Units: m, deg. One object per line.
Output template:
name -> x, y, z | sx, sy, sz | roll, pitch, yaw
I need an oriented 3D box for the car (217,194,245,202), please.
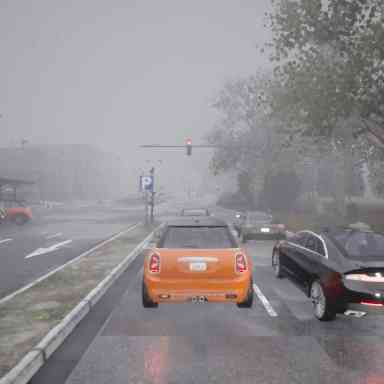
car -> 8.138, 1.262, 69.602 | 5.366, 1.575, 1.946 | 1, 0, -13

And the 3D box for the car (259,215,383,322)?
car -> 3.102, 1.501, 7.245 | 2.128, 1.511, 4.902 | 0, 0, 0

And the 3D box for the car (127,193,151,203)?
car -> -10.769, 1.195, 66.970 | 4.553, 1.767, 2.185 | -1, 0, -14

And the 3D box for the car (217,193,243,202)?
car -> 7.604, 1.140, 66.608 | 4.553, 1.767, 2.185 | 1, 0, -14

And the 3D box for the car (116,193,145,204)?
car -> -11.502, 1.357, 61.026 | 4.792, 1.488, 2.163 | -1, 0, -15

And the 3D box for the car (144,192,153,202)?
car -> -10.860, 1.314, 64.018 | 5.366, 1.575, 1.946 | -1, 0, -15

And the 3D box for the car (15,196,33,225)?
car -> -13.649, 1.402, 23.217 | 4.553, 1.767, 2.185 | -1, 0, -19

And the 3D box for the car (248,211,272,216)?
car -> 3.145, 1.587, 16.157 | 1.994, 1.385, 4.181 | 0, 0, 1

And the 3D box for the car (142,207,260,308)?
car -> 0.104, 1.363, 8.121 | 2.097, 1.767, 4.553 | 0, 0, 0

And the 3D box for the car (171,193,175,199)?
car -> -8.085, 1.064, 87.969 | 5.566, 2.045, 2.435 | -1, 0, -12

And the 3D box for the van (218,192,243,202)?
van -> 7.224, 1.041, 63.638 | 4.442, 1.987, 1.878 | 1, 0, -14

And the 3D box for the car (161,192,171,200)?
car -> -8.532, 1.356, 84.963 | 4.674, 1.452, 2.002 | -1, 0, -12

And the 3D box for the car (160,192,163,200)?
car -> -9.711, 1.358, 75.978 | 4.674, 1.452, 2.002 | -1, 0, -13

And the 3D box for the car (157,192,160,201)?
car -> -10.081, 1.320, 72.982 | 4.892, 1.521, 2.231 | -1, 0, -14

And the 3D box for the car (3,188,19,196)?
car -> -28.214, 0.136, 51.878 | 2.002, 1.452, 4.674 | 6, -3, -19

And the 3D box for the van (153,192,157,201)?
van -> -10.306, 1.092, 70.011 | 4.442, 1.987, 1.878 | -1, 0, -14

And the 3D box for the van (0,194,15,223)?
van -> -13.622, 1.296, 20.240 | 4.442, 1.987, 1.878 | -1, 0, -20

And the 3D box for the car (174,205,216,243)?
car -> 0.154, 1.531, 17.207 | 1.837, 1.490, 4.892 | 0, 0, 1
